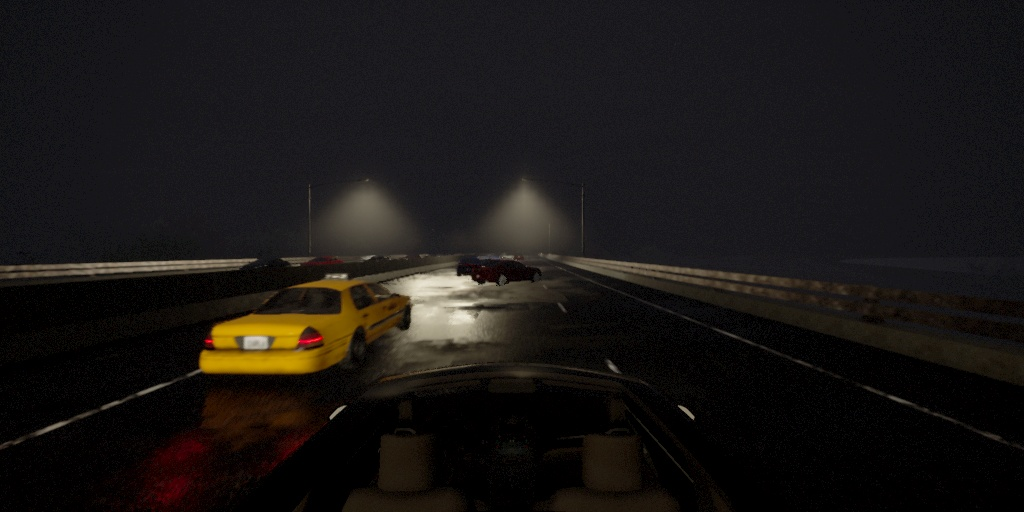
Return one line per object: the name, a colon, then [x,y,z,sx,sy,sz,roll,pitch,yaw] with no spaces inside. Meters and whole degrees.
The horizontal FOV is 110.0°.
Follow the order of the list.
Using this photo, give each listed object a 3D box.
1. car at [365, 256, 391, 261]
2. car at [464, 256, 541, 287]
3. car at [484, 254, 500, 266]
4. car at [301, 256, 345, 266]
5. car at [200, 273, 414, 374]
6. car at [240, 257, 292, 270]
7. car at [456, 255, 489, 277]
car: [-13.711,0.761,36.827,1.837,1.490,4.892,0,1,1]
car: [-0.233,0.947,21.887,1.882,1.535,5.008,1,1,43]
car: [-2.787,0.565,51.132,1.882,1.535,5.008,0,1,2]
car: [-17.288,0.781,32.980,1.882,1.535,5.008,0,1,1]
car: [-3.492,1.122,7.459,1.801,1.575,5.366,0,1,0]
car: [-20.833,0.857,30.586,1.812,1.442,4.674,0,1,1]
car: [-3.279,0.846,29.203,1.882,1.535,5.008,0,1,1]
